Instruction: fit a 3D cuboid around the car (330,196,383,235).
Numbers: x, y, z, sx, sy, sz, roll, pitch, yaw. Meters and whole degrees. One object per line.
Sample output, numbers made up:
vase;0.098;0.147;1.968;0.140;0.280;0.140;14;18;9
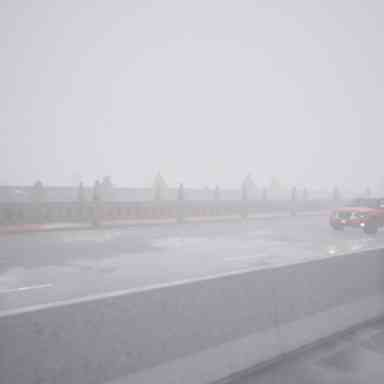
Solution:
car;10.467;1.261;19.499;5.566;2.045;2.150;0;0;-34
